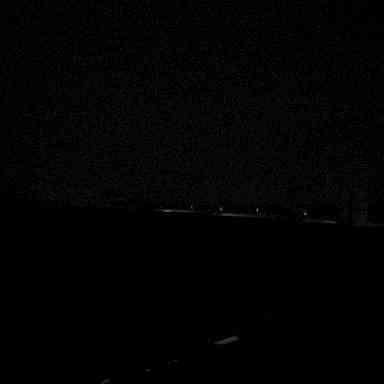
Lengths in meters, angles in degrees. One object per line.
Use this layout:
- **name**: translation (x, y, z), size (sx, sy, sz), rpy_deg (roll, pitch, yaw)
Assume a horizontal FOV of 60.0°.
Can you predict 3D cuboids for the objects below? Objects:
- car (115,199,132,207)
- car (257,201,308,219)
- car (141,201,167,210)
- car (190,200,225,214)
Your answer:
- **car**: translation (-13.326, 2.031, 64.293), size (1.882, 1.535, 5.008), rpy_deg (1, -1, -36)
- **car**: translation (8.006, 1.595, 29.695), size (2.128, 1.511, 4.902), rpy_deg (1, -1, -36)
- **car**: translation (-5.597, 1.913, 48.602), size (1.895, 1.301, 4.718), rpy_deg (1, -1, -36)
- **car**: translation (1.754, 1.684, 38.366), size (2.128, 1.511, 4.902), rpy_deg (1, -1, -36)
